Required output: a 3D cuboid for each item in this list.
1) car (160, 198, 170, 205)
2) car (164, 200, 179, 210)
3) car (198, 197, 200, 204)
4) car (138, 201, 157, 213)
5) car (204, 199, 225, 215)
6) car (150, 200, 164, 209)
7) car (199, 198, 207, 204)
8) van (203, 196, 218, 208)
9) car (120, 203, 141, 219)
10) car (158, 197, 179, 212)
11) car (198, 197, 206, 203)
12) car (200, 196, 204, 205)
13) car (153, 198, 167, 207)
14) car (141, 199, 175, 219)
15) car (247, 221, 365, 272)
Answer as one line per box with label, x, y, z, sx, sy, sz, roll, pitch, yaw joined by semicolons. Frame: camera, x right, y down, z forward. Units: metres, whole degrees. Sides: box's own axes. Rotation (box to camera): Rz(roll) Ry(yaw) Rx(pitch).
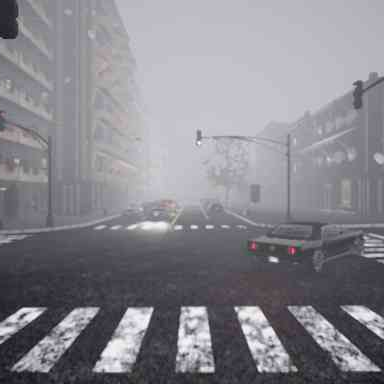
car;-5.693;2.065;70.662;1.802;1.307;4.206;0;0;0
car;-3.071;1.918;51.389;1.994;1.385;4.181;0;0;0
car;2.686;1.833;76.190;2.192;1.841;5.009;0;0;0
car;-5.692;1.844;42.995;1.887;1.381;4.507;0;0;0
car;2.688;1.827;37.454;1.947;1.339;4.313;0;0;0
car;-5.693;1.955;54.062;1.802;1.307;4.206;0;0;0
car;2.688;2.135;81.721;1.802;1.307;4.206;0;0;0
van;2.686;1.640;42.989;1.690;1.788;3.998;0;0;0
car;-5.693;1.775;31.928;2.008;1.369;4.403;0;0;0
car;-3.081;1.640;41.332;2.097;1.767;4.553;0;0;0
car;2.686;2.029;87.255;1.967;1.590;4.097;0;0;0
car;2.687;1.813;54.056;1.967;1.590;4.097;0;0;0
car;-5.694;1.850;59.596;1.967;1.590;4.097;0;0;0
car;-3.091;1.711;31.196;2.128;1.511;4.902;0;0;0
car;3.971;1.616;11.038;4.718;1.301;1.895;-1;0;-43
